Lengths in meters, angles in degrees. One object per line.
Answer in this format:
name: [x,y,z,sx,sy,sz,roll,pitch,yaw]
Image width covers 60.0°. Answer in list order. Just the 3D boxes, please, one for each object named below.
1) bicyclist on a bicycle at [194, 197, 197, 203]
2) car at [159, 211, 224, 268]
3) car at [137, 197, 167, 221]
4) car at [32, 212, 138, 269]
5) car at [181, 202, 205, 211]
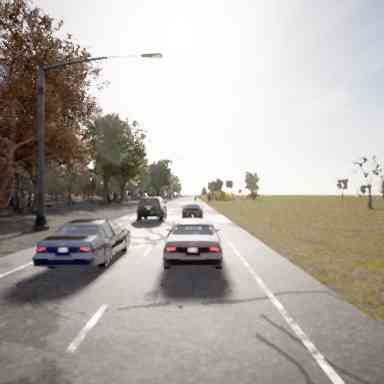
bicyclist on a bicycle: [0.927,2.053,87.819,0.582,1.620,1.656,0,-1,0]
car: [0.039,1.626,11.486,2.033,1.411,5.357,0,0,0]
car: [-3.446,1.423,29.208,2.150,2.045,5.566,0,0,0]
car: [-3.460,1.626,11.480,2.033,1.411,5.357,0,0,0]
car: [0.059,1.713,30.302,1.837,1.490,4.892,0,0,0]
